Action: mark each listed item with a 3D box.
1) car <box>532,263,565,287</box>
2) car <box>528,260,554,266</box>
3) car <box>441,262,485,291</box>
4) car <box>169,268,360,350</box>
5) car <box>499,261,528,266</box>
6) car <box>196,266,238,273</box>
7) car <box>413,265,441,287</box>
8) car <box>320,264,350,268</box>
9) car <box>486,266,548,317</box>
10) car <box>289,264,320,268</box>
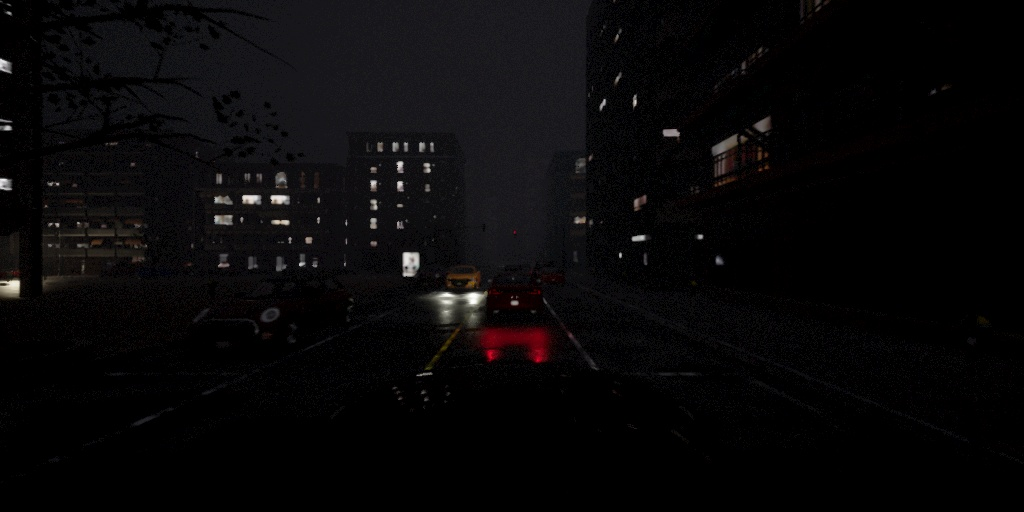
[{"bbox_3d":[2.693,1.445,25.636,1.888,1.381,4.507,0,0,0],"label":"car"},{"bbox_3d":[2.694,1.251,31.164,2.192,1.841,5.009,0,0,0],"label":"car"},{"bbox_3d":[-3.091,1.364,23.554,1.882,1.535,5.008,0,0,0],"label":"car"},{"bbox_3d":[-5.691,1.235,9.057,1.967,1.591,4.097,0,0,0],"label":"car"},{"bbox_3d":[0.096,1.425,28.567,1.837,1.490,4.892,0,0,0],"label":"car"},{"bbox_3d":[-38.383,2.161,47.397,4.507,1.381,1.888,0,0,0],"label":"car"},{"bbox_3d":[-5.688,1.340,25.639,1.967,1.591,4.097,0,0,0],"label":"car"},{"bbox_3d":[-22.385,1.933,47.464,4.403,1.370,2.007,0,0,0],"label":"car"},{"bbox_3d":[0.093,1.300,13.502,1.882,1.535,5.008,0,0,0],"label":"car"},{"bbox_3d":[-27.954,2.014,47.425,4.403,1.370,2.007,0,0,0],"label":"car"}]
